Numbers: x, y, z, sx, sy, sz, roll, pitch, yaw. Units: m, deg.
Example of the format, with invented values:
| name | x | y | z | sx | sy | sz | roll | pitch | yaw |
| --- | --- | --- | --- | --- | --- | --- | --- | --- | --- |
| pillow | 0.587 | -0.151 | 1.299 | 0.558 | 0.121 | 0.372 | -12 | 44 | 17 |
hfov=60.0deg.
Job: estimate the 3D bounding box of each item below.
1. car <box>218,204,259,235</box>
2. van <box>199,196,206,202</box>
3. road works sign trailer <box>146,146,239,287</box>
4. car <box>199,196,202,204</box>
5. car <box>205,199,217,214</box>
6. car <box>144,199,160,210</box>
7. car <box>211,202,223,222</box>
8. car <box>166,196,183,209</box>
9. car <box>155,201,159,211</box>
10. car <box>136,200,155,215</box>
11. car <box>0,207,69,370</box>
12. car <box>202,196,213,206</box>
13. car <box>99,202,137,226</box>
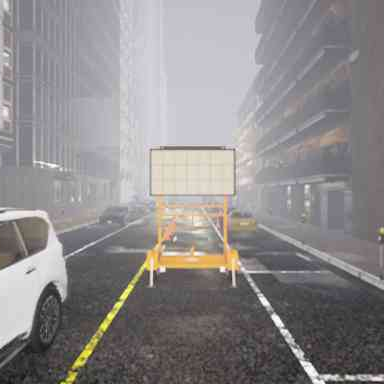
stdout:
| name | x | y | z | sx | sy | sz | roll | pitch | yaw |
| --- | --- | --- | --- | --- | --- | --- | --- | --- | --- |
| car | 2.726 | 1.635 | 19.517 | 1.752 | 1.417 | 4.829 | 0 | 0 | 0 |
| van | 2.855 | 1.912 | 92.778 | 1.690 | 1.788 | 3.998 | 0 | 0 | 0 |
| road works sign trailer | 0.017 | 0.517 | 9.420 | 2.380 | 3.560 | 2.880 | 0 | 0 | 0 |
| car | 2.796 | 1.664 | 58.888 | 2.192 | 1.841 | 5.009 | 0 | 0 | 0 |
| car | 2.756 | 1.759 | 36.293 | 2.008 | 1.369 | 4.403 | 0 | 0 | 0 |
| car | -5.605 | 1.802 | 47.434 | 1.752 | 1.417 | 4.829 | 0 | 0 | 0 |
| car | 2.736 | 1.708 | 24.996 | 1.947 | 1.339 | 4.313 | 0 | 0 | 0 |
| car | -2.914 | 1.657 | 52.284 | 2.097 | 1.767 | 4.553 | 0 | 0 | 0 |
| car | -5.615 | 1.683 | 41.957 | 1.967 | 1.590 | 4.097 | 0 | 0 | 0 |
| car | -5.624 | 1.759 | 36.307 | 2.008 | 1.369 | 4.403 | 0 | 0 | 0 |
| car | -3.093 | 1.240 | 3.251 | 2.150 | 2.045 | 5.566 | 0 | 0 | 0 |
| car | 2.775 | 1.718 | 47.589 | 1.967 | 1.590 | 4.097 | 0 | 0 | 0 |
| car | -5.645 | 1.707 | 25.010 | 1.947 | 1.339 | 4.313 | 0 | 0 | 0 |
